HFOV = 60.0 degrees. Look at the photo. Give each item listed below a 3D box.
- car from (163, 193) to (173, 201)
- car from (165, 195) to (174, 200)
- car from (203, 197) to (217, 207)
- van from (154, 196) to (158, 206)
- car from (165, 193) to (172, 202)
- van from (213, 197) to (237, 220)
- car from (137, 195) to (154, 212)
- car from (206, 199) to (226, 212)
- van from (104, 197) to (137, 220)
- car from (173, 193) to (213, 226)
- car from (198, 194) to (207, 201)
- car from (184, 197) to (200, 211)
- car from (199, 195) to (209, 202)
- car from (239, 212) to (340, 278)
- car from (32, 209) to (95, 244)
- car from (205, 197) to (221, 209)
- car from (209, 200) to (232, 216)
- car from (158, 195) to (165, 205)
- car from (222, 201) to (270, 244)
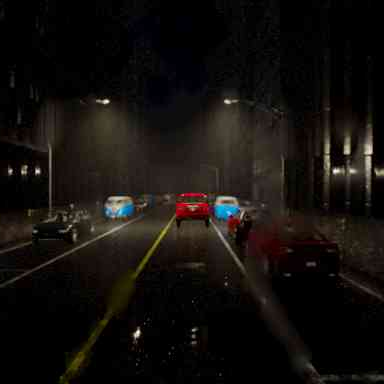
[{"bbox_3d":[-5.946,1.184,82.784,2.192,1.841,5.009,0,0,0],"label":"car"},{"bbox_3d":[-5.959,1.415,88.393,2.008,1.369,4.403,0,0,0],"label":"car"},{"bbox_3d":[2.653,1.428,49.324,1.752,1.417,4.829,0,0,0],"label":"car"},{"bbox_3d":[-5.859,1.254,43.518,1.690,1.788,3.998,0,0,0],"label":"van"},{"bbox_3d":[-5.921,1.446,71.565,1.947,1.339,4.313,0,0,0],"label":"car"},{"bbox_3d":[2.704,1.287,26.717,1.690,1.788,3.998,0,0,0],"label":"van"},{"bbox_3d":[-5.846,1.364,37.909,1.967,1.590,4.097,0,0,0],"label":"car"},{"bbox_3d":[2.679,1.490,37.936,1.947,1.339,4.313,0,0,0],"label":"car"},{"bbox_3d":[-5.821,1.287,26.689,1.690,1.788,3.998,0,0,0],"label":"van"},{"bbox_3d":[0.049,1.172,23.146,2.150,2.045,5.566,0,0,0],"label":"car"},{"bbox_3d":[2.579,1.309,82.808,1.967,1.590,4.097,0,0,0],"label":"car"},{"bbox_3d":[0.010,1.422,40.620,1.837,1.490,4.892,0,0,0],"label":"car"},{"bbox_3d":[2.604,1.430,71.589,2.008,1.369,4.403,0,0,0],"label":"car"},{"bbox_3d":[2.741,1.524,9.890,1.887,1.381,4.507,0,0,0],"label":"car"},{"bbox_3d":[-5.797,1.519,15.471,2.008,1.369,4.403,0,0,0],"label":"car"},{"bbox_3d":[2.666,1.438,43.715,1.752,1.417,4.829,0,0,0],"label":"car"},{"bbox_3d":[2.691,1.480,32.326,1.887,1.381,4.507,0,0,0],"label":"car"},{"bbox_3d":[-5.884,1.422,54.567,1.752,1.417,4.829,0,0,0],"label":"car"},{"bbox_3d":[2.729,1.408,15.499,1.967,1.590,4.097,0,0,0],"label":"car"}]
